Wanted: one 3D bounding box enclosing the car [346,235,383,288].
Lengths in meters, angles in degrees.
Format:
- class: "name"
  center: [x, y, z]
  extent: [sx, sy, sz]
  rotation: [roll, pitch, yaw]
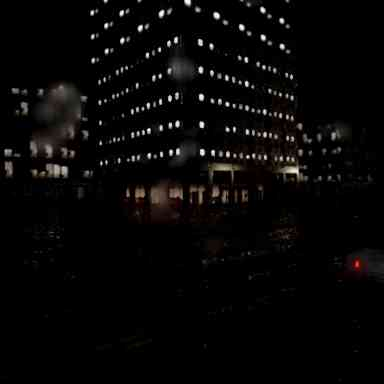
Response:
- class: "car"
  center: [5.589, 1.469, 7.620]
  extent: [4.718, 1.301, 1.895]
  rotation: [-1, 1, -37]
